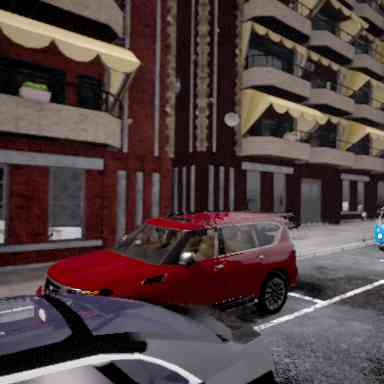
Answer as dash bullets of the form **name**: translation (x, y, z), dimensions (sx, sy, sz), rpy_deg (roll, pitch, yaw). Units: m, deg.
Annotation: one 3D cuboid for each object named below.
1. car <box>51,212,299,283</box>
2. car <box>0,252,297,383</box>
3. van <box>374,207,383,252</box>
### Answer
- **car**: translation (-0.074, 1.364, 6.130), dimensions (5.009, 1.841, 2.192), rpy_deg (0, 1, -38)
- **car**: translation (-1.561, 1.516, 1.744), dimensions (4.902, 1.511, 2.128), rpy_deg (0, -1, -38)
- **van**: translation (8.650, 1.401, 12.925), dimensions (3.998, 1.788, 1.690), rpy_deg (0, 1, -38)
